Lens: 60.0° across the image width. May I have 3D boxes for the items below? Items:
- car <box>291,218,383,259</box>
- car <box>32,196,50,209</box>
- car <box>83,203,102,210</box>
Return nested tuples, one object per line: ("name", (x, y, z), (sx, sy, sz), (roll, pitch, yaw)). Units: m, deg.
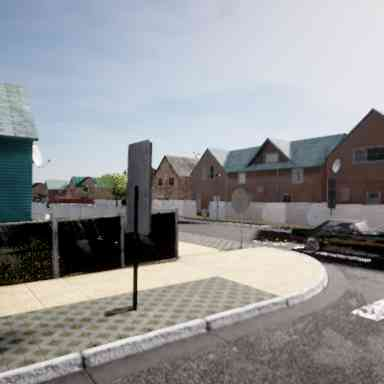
("car", (5.995, 1.638, 11.816), (1.895, 1.301, 4.718), (1, -1, -35))
("car", (-26.109, 1.737, 57.197), (2.150, 2.045, 5.566), (1, -2, -35))
("car", (-10.669, 1.908, 35.363), (1.994, 1.385, 4.181), (1, -1, -35))
